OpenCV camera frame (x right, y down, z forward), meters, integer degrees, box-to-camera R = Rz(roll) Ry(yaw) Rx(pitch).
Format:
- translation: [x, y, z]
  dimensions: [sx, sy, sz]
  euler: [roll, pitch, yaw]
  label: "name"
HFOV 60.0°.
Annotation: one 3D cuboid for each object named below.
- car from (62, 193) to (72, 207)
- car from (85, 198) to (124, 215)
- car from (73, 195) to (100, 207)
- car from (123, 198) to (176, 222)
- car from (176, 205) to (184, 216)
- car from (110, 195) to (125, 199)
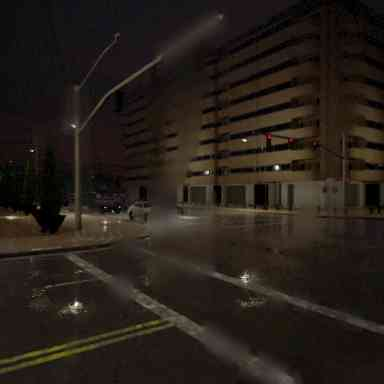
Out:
- translation: [-19.928, 1.161, 49.235]
  dimensions: [2.150, 2.045, 5.566]
  euler: [0, 0, -35]
  label: "car"
- translation: [-8.780, 1.539, 33.394]
  dimensions: [1.895, 1.301, 4.718]
  euler: [0, 0, -35]
  label: "car"
- translation: [-15.715, 1.500, 49.319]
  dimensions: [1.994, 1.385, 4.181]
  euler: [0, 0, -35]
  label: "car"
- translation: [-3.426, 1.464, 25.795]
  dimensions: [1.812, 1.442, 4.674]
  euler: [0, 0, -33]
  label: "car"
- translation: [-2.535, 1.500, 30.615]
  dimensions: [1.994, 1.385, 4.181]
  euler: [0, 0, -35]
  label: "car"
- translation: [-7.635, 1.428, 37.846]
  dimensions: [2.128, 1.511, 4.902]
  euler: [0, 0, -35]
  label: "car"
